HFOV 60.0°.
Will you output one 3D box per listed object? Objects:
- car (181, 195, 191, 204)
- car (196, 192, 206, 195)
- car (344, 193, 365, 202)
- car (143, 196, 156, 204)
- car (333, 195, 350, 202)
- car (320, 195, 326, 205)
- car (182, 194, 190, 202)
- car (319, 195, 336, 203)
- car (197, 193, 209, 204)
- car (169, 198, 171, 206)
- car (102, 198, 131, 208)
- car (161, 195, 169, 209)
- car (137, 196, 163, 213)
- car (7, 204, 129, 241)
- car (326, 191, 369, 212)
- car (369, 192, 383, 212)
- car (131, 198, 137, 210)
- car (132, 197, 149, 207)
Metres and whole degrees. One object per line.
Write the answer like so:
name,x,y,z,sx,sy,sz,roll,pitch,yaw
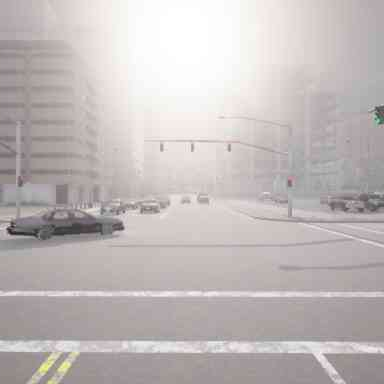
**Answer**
car,-1.222,1.601,65.336,1.895,1.301,4.718,0,0,0
car,2.202,1.051,74.466,2.150,2.045,5.566,0,0,0
car,33.363,1.153,68.436,1.932,1.855,4.605,0,0,0
car,-8.254,1.477,64.688,1.882,1.535,5.008,0,0,0
car,30.680,1.364,68.373,1.784,1.438,3.905,0,0,0
car,22.090,1.395,53.230,1.970,1.475,3.806,0,0,0
car,-1.298,1.303,74.407,1.882,1.535,5.008,0,0,0
car,27.785,1.395,68.360,1.970,1.475,3.806,0,0,0
car,2.284,1.477,64.662,1.882,1.535,5.008,0,0,0
car,-4.727,1.352,55.923,2.097,1.767,4.553,0,0,0
car,-8.061,1.491,34.239,2.128,1.511,4.902,0,0,0
car,-4.658,1.352,46.007,2.097,1.767,4.553,0,0,-1
car,-4.584,1.505,36.864,1.837,1.490,4.892,0,0,0
car,-6.196,1.548,16.730,5.357,1.411,2.033,0,0,-34
car,16.575,1.153,35.790,1.932,1.855,4.605,0,0,0
car,19.470,1.156,35.750,1.905,1.878,3.866,0,0,0
car,-8.130,1.526,43.388,1.812,1.442,4.674,0,0,0
car,-8.217,1.564,53.383,1.994,1.385,4.181,0,0,-1
